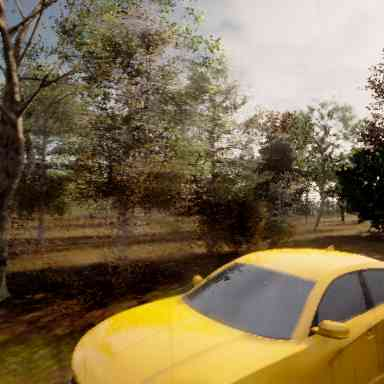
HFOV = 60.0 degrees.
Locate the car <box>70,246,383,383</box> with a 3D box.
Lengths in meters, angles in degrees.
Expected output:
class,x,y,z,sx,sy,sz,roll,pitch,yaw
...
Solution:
class,x,y,z,sx,sy,sz,roll,pitch,yaw
car,1.176,1.483,3.940,5.008,1.535,1.882,0,0,-36
